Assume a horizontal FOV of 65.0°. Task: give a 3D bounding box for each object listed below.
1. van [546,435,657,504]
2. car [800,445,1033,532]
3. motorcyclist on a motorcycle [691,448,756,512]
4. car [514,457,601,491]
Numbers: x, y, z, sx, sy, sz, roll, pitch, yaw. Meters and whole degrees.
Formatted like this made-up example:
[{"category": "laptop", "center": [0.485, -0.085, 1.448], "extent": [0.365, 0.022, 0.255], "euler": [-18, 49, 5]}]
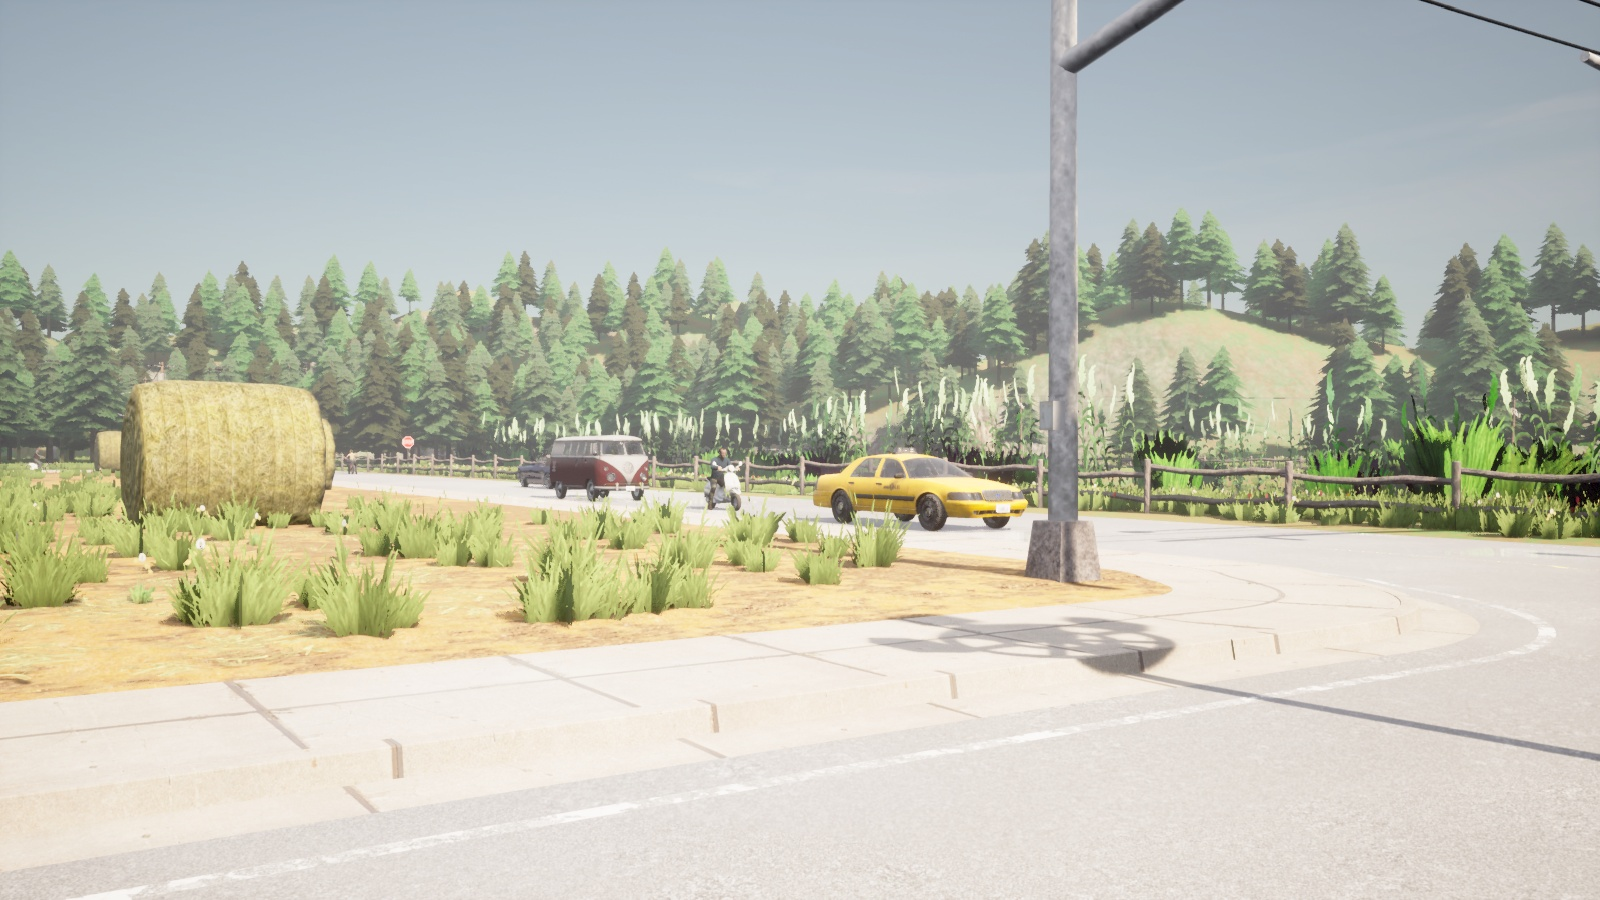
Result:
[{"category": "van", "center": [-6.201, 0.571, 38.757], "extent": [1.775, 1.987, 4.442], "euler": [0, 0, -32]}, {"category": "car", "center": [2.192, 0.706, 25.414], "extent": [1.801, 1.575, 5.366], "euler": [0, 0, -32]}, {"category": "motorcyclist on a motorcycle", "center": [-1.965, 0.746, 32.029], "extent": [0.866, 1.590, 1.817], "euler": [0, 0, -32]}, {"category": "car", "center": [-9.956, 0.957, 51.291], "extent": [1.895, 1.301, 4.718], "euler": [0, 0, -32]}]
